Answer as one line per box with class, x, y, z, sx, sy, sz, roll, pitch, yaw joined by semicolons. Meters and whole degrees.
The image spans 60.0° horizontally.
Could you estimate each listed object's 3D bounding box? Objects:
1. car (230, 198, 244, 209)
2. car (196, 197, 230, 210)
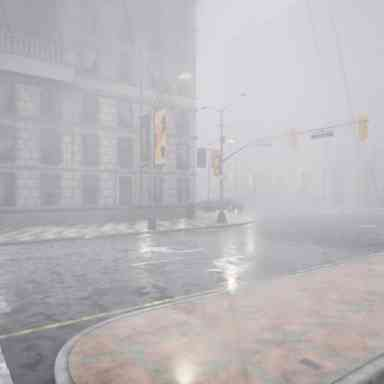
car;4.900;1.505;44.684;1.837;1.490;4.892;0;0;-36
car;2.339;1.564;42.252;1.994;1.385;4.181;0;0;-36
